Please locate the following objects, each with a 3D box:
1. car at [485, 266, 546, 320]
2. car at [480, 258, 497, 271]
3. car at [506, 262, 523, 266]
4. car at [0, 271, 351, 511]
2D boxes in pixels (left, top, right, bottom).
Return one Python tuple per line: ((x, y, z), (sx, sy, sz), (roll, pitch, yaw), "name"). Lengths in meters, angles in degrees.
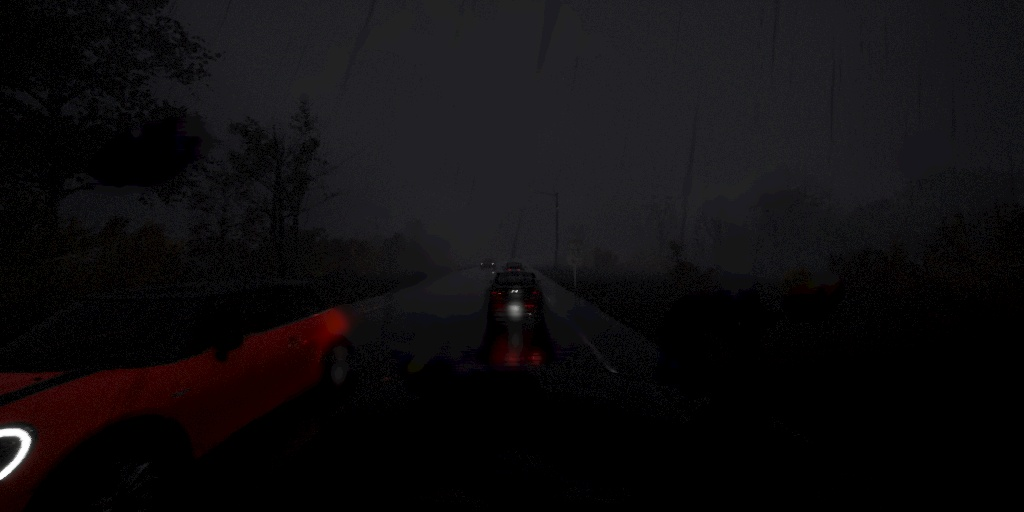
((0.111, 1.259, 12.568), (1.837, 1.490, 4.892), (0, 0, 0), "car")
((-3.334, 1.123, 51.275), (2.097, 1.767, 4.553), (0, 0, 1), "car")
((0.180, 1.267, 30.703), (1.837, 1.490, 4.892), (0, 0, 0), "car")
((-3.598, 1.102, 3.754), (2.097, 1.767, 4.553), (0, 0, 0), "car")
